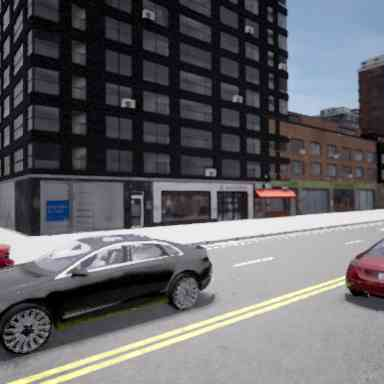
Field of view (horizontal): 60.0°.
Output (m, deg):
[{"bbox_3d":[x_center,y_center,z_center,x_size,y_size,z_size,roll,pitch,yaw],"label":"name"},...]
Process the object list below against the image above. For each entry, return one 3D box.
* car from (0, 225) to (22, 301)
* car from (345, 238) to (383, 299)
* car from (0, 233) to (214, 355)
[{"bbox_3d":[-6.463,1.668,6.845,5.008,1.535,1.882,0,-1,-38],"label":"car"},{"bbox_3d":[5.362,1.624,7.693,4.181,1.385,1.994,0,-1,-38],"label":"car"},{"bbox_3d":[-1.773,1.618,6.424,4.902,1.511,2.128,0,-1,-38],"label":"car"}]
